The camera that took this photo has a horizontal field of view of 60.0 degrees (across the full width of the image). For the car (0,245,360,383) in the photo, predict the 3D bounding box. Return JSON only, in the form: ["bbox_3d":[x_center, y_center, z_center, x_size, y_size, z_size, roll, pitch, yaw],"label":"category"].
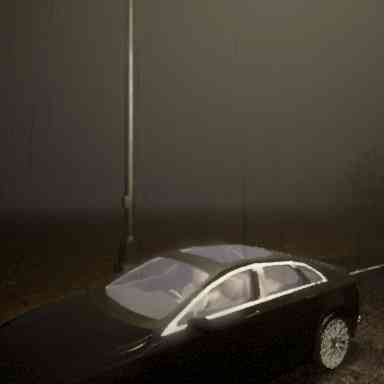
[{"bbox_3d":[0.141,1.494,4.100,4.902,1.511,2.128,0,0,-36],"label":"car"}]
